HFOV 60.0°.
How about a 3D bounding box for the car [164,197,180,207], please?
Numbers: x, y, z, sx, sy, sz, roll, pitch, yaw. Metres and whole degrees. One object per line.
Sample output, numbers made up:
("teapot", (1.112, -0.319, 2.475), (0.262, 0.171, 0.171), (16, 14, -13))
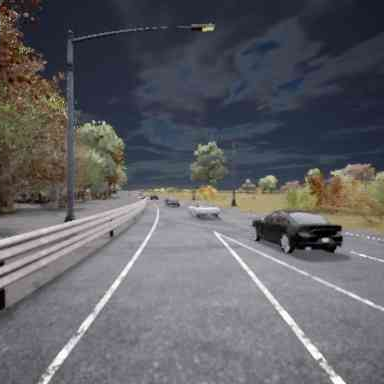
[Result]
("car", (-3.085, 1.419, 50.031), (2.033, 1.411, 5.357), (0, 0, -11))

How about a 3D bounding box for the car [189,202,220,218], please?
("car", (0.967, 1.558, 29.257), (1.895, 1.301, 4.718), (0, 0, -11))

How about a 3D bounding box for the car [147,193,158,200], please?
("car", (-9.662, 1.205, 83.766), (1.837, 1.490, 4.892), (0, 0, -11))

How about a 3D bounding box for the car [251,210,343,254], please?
("car", (4.025, 1.464, 13.635), (1.882, 1.535, 5.008), (0, 0, -11))
